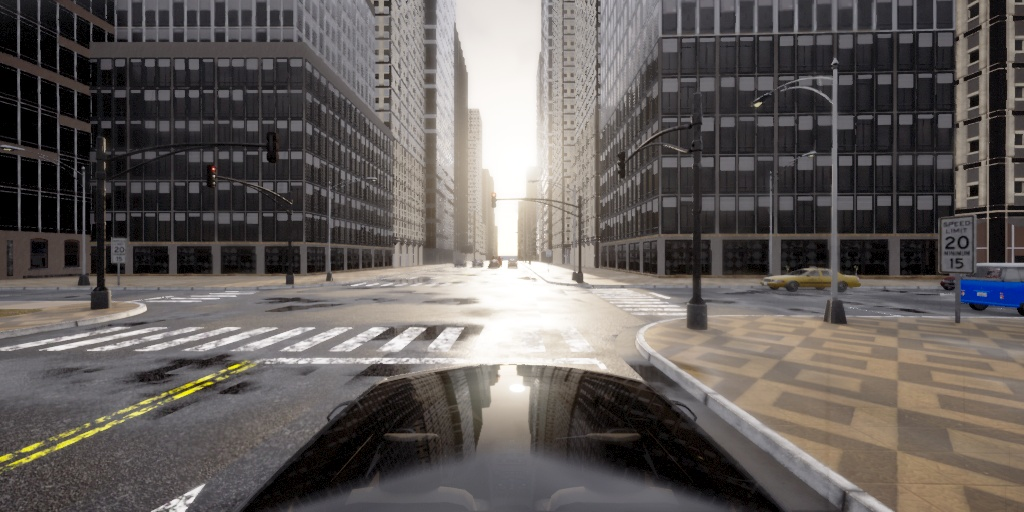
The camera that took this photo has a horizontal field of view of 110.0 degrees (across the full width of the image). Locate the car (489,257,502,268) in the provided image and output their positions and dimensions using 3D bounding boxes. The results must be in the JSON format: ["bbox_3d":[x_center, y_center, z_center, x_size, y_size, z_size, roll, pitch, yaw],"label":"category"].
[{"bbox_3d":[-3.126,1.386,63.344,1.812,1.442,4.674,0,0,0],"label":"car"}]

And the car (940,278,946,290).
[{"bbox_3d":[26.958,1.356,20.214,4.207,1.307,1.802,0,0,2],"label":"car"}]

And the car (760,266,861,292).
[{"bbox_3d":[17.124,1.293,20.719,4.829,1.417,1.751,0,0,2],"label":"car"}]

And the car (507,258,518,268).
[{"bbox_3d":[0.124,1.408,63.338,2.033,1.411,5.357,0,0,0],"label":"car"}]

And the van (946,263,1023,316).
[{"bbox_3d":[18.378,1.119,12.544,3.998,1.789,1.690,0,0,2],"label":"van"}]
